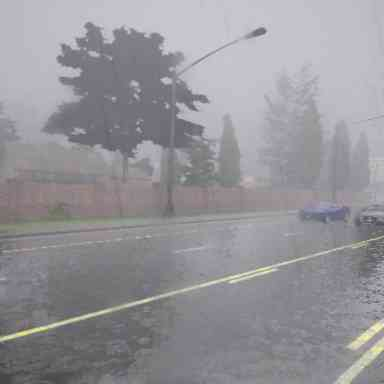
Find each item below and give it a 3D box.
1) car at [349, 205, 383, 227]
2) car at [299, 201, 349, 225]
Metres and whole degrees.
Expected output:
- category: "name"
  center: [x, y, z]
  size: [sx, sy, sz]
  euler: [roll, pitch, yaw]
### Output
- category: "car"
  center: [12.109, 1.542, 21.364]
  size: [4.181, 1.385, 1.994]
  euler: [0, 1, -44]
- category: "car"
  center: [9.526, 1.376, 23.734]
  size: [5.008, 1.535, 1.882]
  euler: [0, 1, -44]
